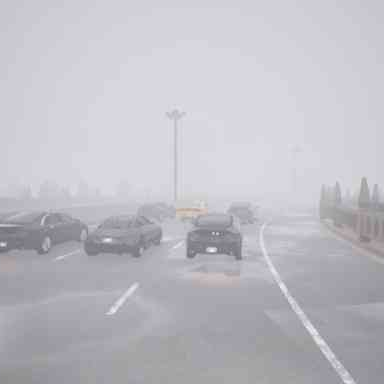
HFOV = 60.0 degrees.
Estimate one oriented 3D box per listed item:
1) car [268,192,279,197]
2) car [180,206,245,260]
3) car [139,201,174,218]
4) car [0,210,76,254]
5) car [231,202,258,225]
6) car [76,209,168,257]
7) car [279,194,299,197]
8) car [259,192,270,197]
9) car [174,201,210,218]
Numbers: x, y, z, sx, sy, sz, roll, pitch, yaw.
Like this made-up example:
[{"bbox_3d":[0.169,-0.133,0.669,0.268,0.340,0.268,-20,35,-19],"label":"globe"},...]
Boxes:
[{"bbox_3d":[21.148,1.431,80.742,4.181,1.385,1.994,0,0,-40],"label":"car"},{"bbox_3d":[0.960,1.516,12.534,1.837,1.490,4.892,0,0,9],"label":"car"},{"bbox_3d":[-2.806,1.516,27.408,1.837,1.490,4.892,0,0,17],"label":"car"},{"bbox_3d":[-5.963,1.516,13.571,1.837,1.490,4.892,0,0,9],"label":"car"},{"bbox_3d":[3.881,1.516,25.340,1.837,1.490,4.892,0,0,17],"label":"car"},{"bbox_3d":[-2.502,1.572,13.052,1.994,1.385,4.181,0,0,9],"label":"car"},{"bbox_3d":[23.279,1.244,77.967,4.553,1.767,2.097,0,0,-40],"label":"car"},{"bbox_3d":[19.017,1.095,83.517,5.566,2.045,2.150,0,0,-40],"label":"car"},{"bbox_3d":[0.538,1.484,26.374,1.882,1.535,5.008,0,0,17],"label":"car"}]
